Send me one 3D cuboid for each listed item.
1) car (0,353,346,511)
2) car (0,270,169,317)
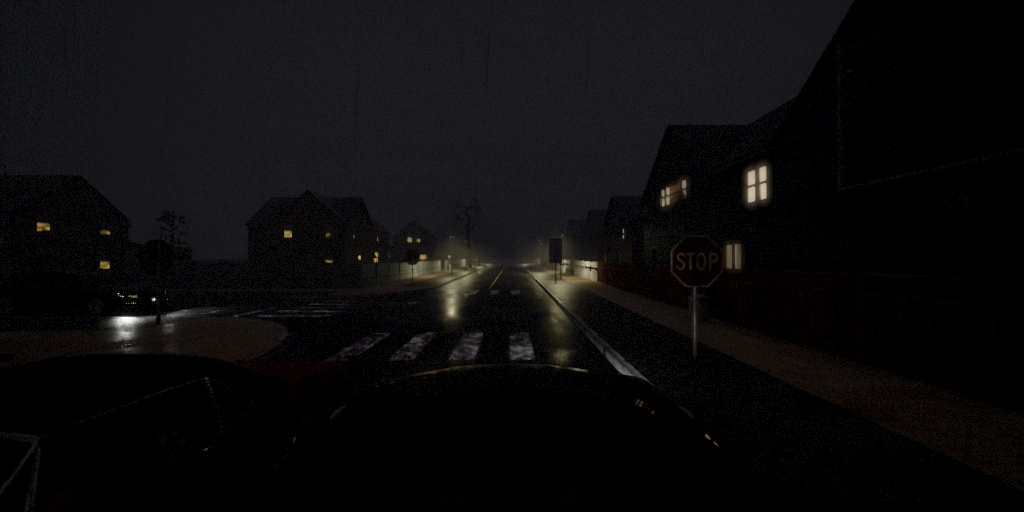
[{"bbox_3d":[-2.750,1.351,1.699,1.895,1.301,4.718,0,0,0],"label":"car"},{"bbox_3d":[-14.778,1.234,12.382,4.892,1.490,1.837,0,-1,0],"label":"car"}]
